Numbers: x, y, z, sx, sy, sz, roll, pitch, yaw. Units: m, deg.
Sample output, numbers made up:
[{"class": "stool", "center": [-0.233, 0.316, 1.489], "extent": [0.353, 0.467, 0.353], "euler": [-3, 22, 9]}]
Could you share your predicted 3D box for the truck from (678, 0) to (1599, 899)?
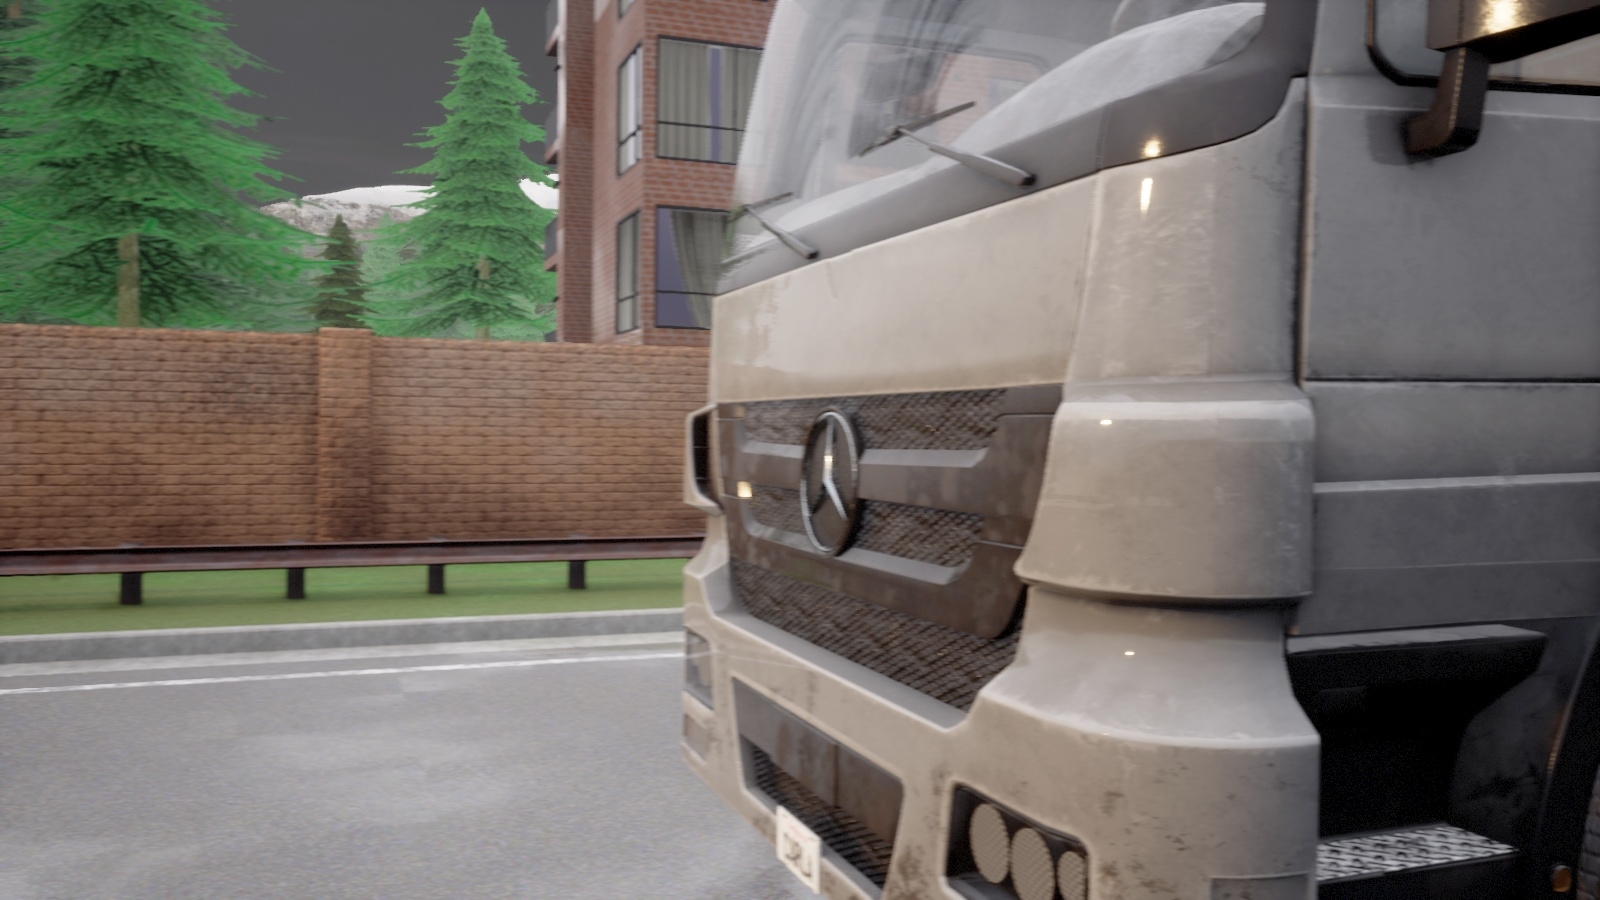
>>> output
[{"class": "truck", "center": [3.793, -0.301, 4.667], "extent": [7.936, 3.462, 2.891], "euler": [-1, 1, -21]}]
